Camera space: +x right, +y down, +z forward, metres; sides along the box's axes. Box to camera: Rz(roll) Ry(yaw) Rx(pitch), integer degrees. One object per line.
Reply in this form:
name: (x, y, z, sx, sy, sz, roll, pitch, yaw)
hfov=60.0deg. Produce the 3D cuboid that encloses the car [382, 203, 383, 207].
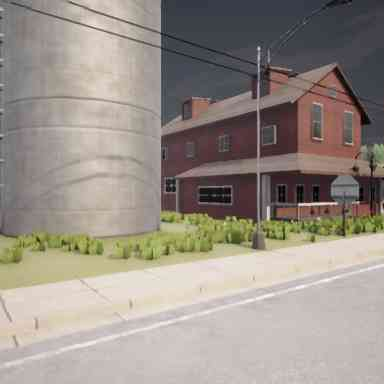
car: (21.206, 1.544, 40.842, 1.994, 1.385, 4.181, 0, 0, -36)
